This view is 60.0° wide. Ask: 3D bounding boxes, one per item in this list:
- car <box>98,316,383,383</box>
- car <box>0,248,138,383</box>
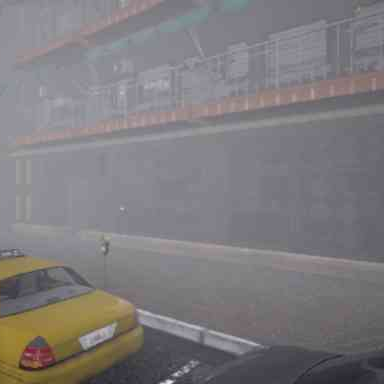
[{"bbox_3d":[1.745,1.566,1.628,4.313,1.339,1.947,0,0,35],"label":"car"},{"bbox_3d":[-2.890,1.524,4.933,4.829,1.417,1.752,0,0,35],"label":"car"}]
